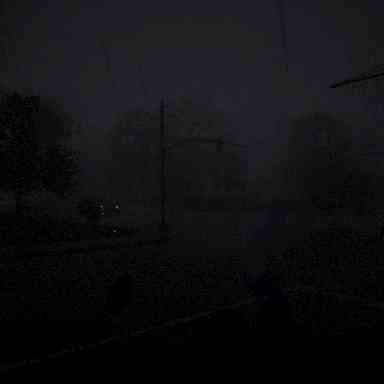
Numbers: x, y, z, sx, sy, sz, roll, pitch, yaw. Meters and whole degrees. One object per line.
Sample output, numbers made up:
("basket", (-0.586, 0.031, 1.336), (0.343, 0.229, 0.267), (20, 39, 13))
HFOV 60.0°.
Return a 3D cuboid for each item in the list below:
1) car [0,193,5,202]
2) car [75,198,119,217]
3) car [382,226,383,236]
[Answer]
("car", (-28.166, 0.604, 47.113), (4.181, 1.385, 1.994), (4, 3, 41))
("car", (-8.635, 1.340, 30.311), (4.553, 1.767, 2.097), (1, 1, 41))
("car", (10.603, 1.555, 13.845), (4.674, 1.442, 1.812), (0, 0, 41))
